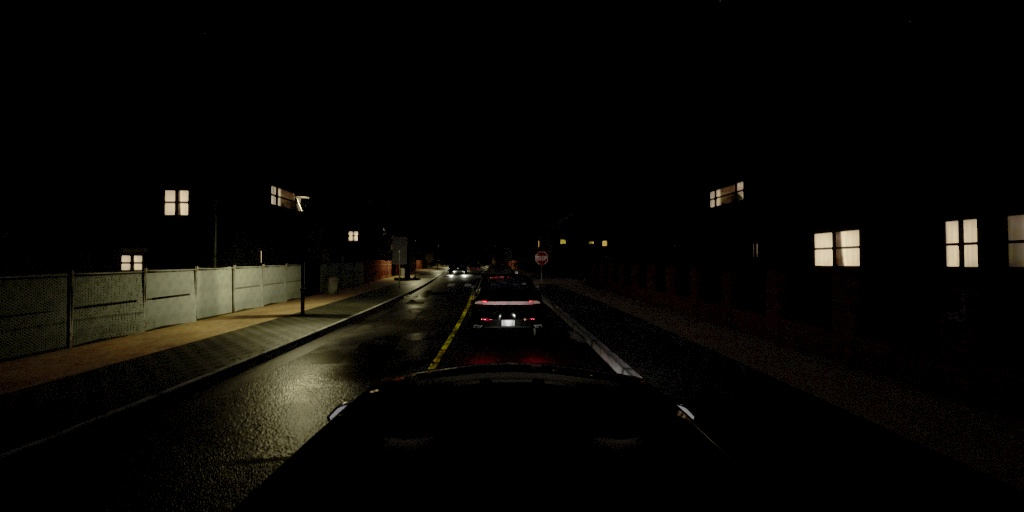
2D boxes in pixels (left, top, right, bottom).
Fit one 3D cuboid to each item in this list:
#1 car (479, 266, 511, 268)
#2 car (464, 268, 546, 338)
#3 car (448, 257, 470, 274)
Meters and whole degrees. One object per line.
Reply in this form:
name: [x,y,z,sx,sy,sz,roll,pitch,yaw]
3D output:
car: [-0.694,1.298,21.236,1.837,1.490,4.892,0,0,0]
car: [-0.176,1.251,10.242,2.128,1.511,4.902,0,0,-2]
car: [-6.651,1.113,44.435,2.150,2.045,5.566,0,0,-7]
